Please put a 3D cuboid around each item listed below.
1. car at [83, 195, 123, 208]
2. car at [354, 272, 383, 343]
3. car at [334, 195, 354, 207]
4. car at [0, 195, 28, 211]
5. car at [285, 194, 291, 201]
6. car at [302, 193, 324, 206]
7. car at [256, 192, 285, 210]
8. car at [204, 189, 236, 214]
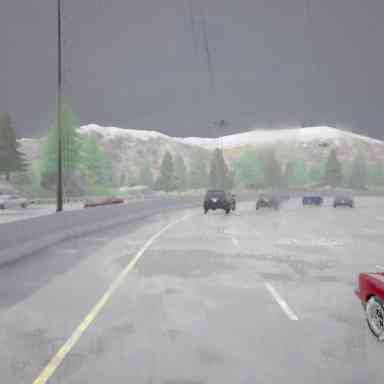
[{"bbox_3d":[-8.070,1.016,30.674,1.882,1.535,5.008,0,1,14],"label":"car"},{"bbox_3d":[3.598,1.549,3.327,1.895,1.301,4.718,0,1,0],"label":"car"},{"bbox_3d":[17.624,0.986,38.553,1.994,1.385,4.181,0,1,29],"label":"car"},{"bbox_3d":[-18.312,1.030,32.917,1.812,1.442,4.674,0,1,14],"label":"car"},{"bbox_3d":[13.898,0.741,52.355,1.812,1.442,4.674,0,1,37],"label":"car"},{"bbox_3d":[14.993,0.861,41.114,1.882,1.535,5.008,0,1,30],"label":"car"},{"bbox_3d":[7.856,0.848,33.524,2.097,1.767,4.553,1,1,20],"label":"car"},{"bbox_3d":[2.546,0.778,29.506,2.150,2.045,5.566,0,1,15],"label":"car"}]
